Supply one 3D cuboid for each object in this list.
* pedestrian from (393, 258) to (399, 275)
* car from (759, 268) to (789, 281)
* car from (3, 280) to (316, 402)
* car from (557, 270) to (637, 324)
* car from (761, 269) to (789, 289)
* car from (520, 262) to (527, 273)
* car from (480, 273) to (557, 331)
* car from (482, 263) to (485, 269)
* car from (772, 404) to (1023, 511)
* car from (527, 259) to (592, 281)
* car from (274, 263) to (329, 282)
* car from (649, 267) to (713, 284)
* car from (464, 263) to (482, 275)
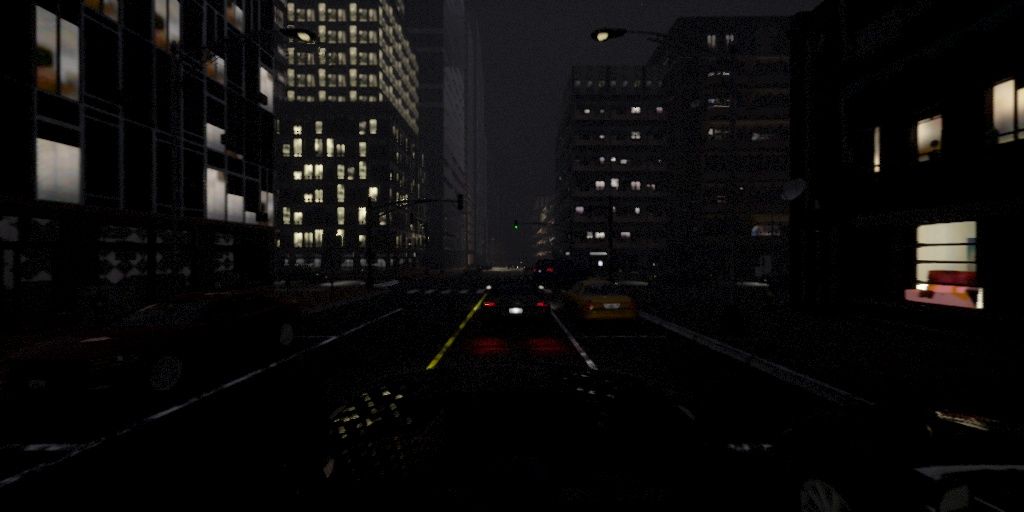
[{"bbox_3d":[-12.539,1.098,38.716,0.375,1.860,0.375,0,0,1],"label":"pedestrian"},{"bbox_3d":[25.710,1.848,32.634,5.357,1.411,2.033,0,0,1],"label":"car"},{"bbox_3d":[-5.820,1.351,6.642,1.888,1.381,4.507,0,0,0],"label":"car"},{"bbox_3d":[2.822,1.394,12.396,1.751,1.417,4.829,0,0,0],"label":"car"},{"bbox_3d":[21.722,1.864,26.900,4.313,1.339,1.948,0,0,1],"label":"car"},{"bbox_3d":[2.703,1.913,55.833,2.007,1.370,4.403,0,0,0],"label":"car"},{"bbox_3d":[0.100,1.424,11.442,1.994,1.385,4.181,0,-1,0],"label":"car"},{"bbox_3d":[-5.678,1.928,55.835,1.948,1.339,4.313,0,0,0],"label":"car"},{"bbox_3d":[2.819,1.292,0.938,2.007,1.370,4.403,0,0,0],"label":"car"},{"bbox_3d":[4.168,1.286,28.479,5.566,2.045,2.150,2,-2,-40],"label":"car"},{"bbox_3d":[-17.851,1.482,30.051,4.674,1.442,1.812,0,0,2],"label":"car"},{"bbox_3d":[15.362,1.764,32.782,5.357,1.411,2.033,0,0,1],"label":"car"},{"bbox_3d":[-5.679,1.824,50.011,1.751,1.417,4.829,0,0,0],"label":"car"}]
